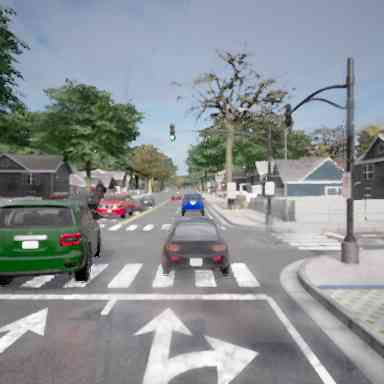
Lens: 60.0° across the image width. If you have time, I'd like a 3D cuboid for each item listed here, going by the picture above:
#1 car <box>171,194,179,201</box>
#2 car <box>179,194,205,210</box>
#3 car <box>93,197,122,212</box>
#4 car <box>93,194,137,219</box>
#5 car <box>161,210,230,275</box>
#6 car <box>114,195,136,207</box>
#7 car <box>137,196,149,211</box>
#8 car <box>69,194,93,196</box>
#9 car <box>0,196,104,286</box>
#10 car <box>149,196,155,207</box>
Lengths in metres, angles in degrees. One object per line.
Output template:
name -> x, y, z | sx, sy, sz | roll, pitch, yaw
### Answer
car -> -3.243, 1.022, 68.889 | 1.994, 1.385, 4.181 | 0, 1, 0
car -> 0.103, 1.160, 33.265 | 2.150, 2.045, 5.566 | 0, 0, 0
car -> -9.831, 1.401, 39.020 | 2.128, 1.511, 4.902 | 0, 0, 0
car -> -6.594, 1.172, 29.289 | 2.150, 2.045, 5.566 | 0, 0, 0
car -> 0.099, 1.519, 10.341 | 1.812, 1.442, 4.674 | 0, 0, 0
car -> -9.762, 1.288, 48.995 | 2.128, 1.511, 4.902 | 0, 1, 1
car -> -6.577, 1.476, 38.695 | 1.994, 1.385, 4.181 | 0, 0, 1
car -> -9.845, 1.172, 29.342 | 2.150, 2.045, 5.566 | 0, 0, 0
car -> -3.957, 1.238, 9.681 | 2.150, 2.045, 5.566 | 0, -1, -11
car -> -6.523, 1.291, 48.817 | 2.128, 1.511, 4.902 | 0, 1, 1
